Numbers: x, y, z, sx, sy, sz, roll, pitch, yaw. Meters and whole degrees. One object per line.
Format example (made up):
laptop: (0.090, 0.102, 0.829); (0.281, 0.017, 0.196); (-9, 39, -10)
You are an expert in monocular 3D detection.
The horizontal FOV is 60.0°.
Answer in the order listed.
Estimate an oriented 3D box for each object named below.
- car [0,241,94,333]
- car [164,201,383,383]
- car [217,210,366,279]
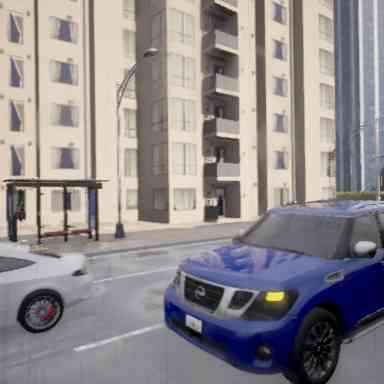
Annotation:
car: (-4.004, 1.600, 5.405); (4.674, 1.442, 1.812); (-1, 0, -35)
car: (2.241, 1.205, 5.660); (5.566, 2.045, 2.150); (-1, 0, -36)
car: (3.375, 1.470, 10.835); (4.902, 1.511, 2.128); (-1, 0, -36)
